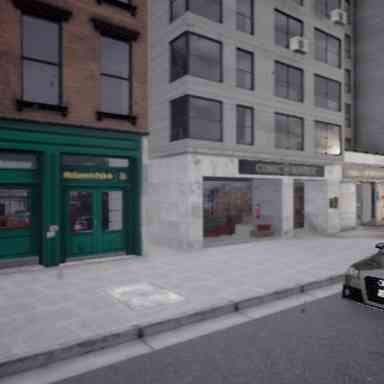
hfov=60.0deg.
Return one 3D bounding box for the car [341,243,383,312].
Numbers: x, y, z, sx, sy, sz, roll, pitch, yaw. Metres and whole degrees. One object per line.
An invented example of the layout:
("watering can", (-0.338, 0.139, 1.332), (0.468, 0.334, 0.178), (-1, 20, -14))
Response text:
("car", (4.939, 1.563, 6.791), (4.181, 1.385, 1.994), (0, 0, -35))
